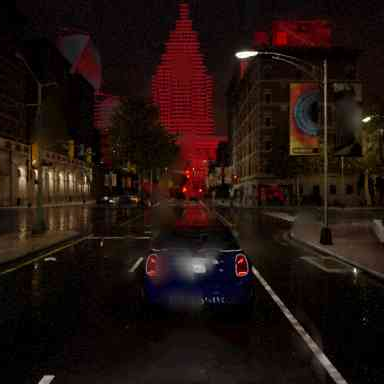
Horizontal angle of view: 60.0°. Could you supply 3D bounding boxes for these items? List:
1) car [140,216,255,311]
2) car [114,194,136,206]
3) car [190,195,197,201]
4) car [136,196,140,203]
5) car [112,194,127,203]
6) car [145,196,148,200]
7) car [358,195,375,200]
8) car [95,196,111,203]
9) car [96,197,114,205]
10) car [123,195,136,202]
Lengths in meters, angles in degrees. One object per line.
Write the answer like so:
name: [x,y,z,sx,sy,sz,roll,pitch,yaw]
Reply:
car: [0.105,1.352,7.923,2.097,1.767,4.553,0,0,0]
car: [-11.356,1.526,56.764,1.812,1.442,4.674,0,0,0]
car: [0.348,1.540,86.921,2.033,1.411,5.357,0,0,0]
car: [-11.266,1.478,65.912,1.882,1.535,5.008,0,0,1]
car: [-14.729,1.352,68.050,2.097,1.767,4.553,0,0,0]
car: [-11.197,1.553,75.785,1.994,1.385,4.181,0,0,0]
car: [34.720,1.481,68.626,2.231,1.521,4.892,0,0,0]
car: [-17.980,1.595,67.444,1.895,1.301,4.718,0,0,0]
car: [-14.846,1.547,57.940,2.033,1.411,5.357,0,0,1]
car: [-14.686,1.525,78.451,2.128,1.511,4.902,0,0,0]
